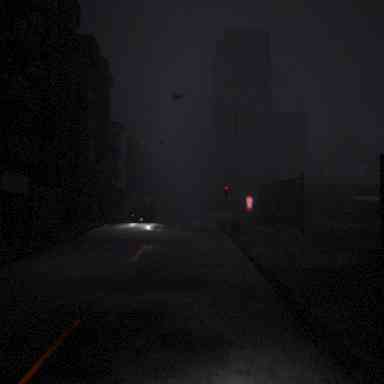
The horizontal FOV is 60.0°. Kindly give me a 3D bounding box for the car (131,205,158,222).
[{"bbox_3d":[-4.016,1.819,29.011,2.033,1.411,5.357,0,-1,0],"label":"car"}]

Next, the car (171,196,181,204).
[{"bbox_3d":[-4.012,2.157,84.780,2.150,2.045,5.566,0,-1,0],"label":"car"}]
